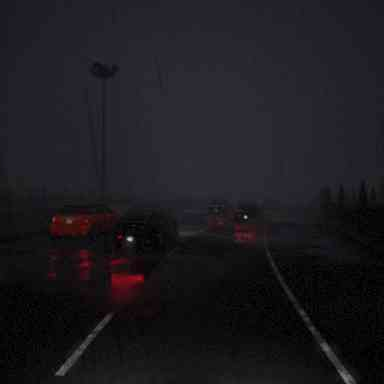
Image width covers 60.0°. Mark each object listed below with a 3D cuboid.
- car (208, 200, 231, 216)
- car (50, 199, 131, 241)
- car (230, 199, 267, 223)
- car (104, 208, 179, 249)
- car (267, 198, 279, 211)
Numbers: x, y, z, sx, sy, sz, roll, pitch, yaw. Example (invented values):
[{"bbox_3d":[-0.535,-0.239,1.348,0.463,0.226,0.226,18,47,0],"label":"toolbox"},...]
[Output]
[{"bbox_3d":[2.953,1.479,32.369,2.128,1.511,4.902,0,0,18],"label":"car"},{"bbox_3d":[-5.028,1.324,16.748,2.097,1.767,4.553,0,0,10],"label":"car"},{"bbox_3d":[4.472,1.501,25.685,1.837,1.490,4.892,0,0,17],"label":"car"},{"bbox_3d":[-1.873,1.489,14.684,1.837,1.490,4.892,0,0,10],"label":"car"},{"bbox_3d":[9.833,1.528,41.892,1.812,1.442,4.674,0,0,18],"label":"car"}]
